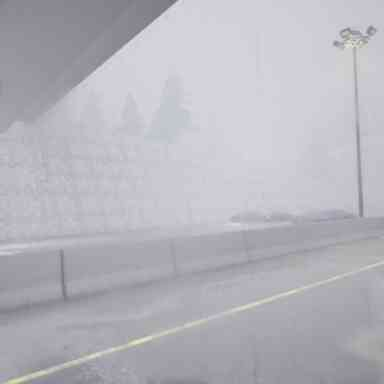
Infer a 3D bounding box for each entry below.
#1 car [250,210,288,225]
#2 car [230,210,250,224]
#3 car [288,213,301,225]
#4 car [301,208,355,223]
[{"bbox_3d":[8.409,2.543,33.616,4.718,1.301,1.895,0,-2,-39],"label":"car"},{"bbox_3d":[6.063,2.651,36.215,4.181,1.385,1.994,0,-2,-39],"label":"car"},{"bbox_3d":[11.569,2.401,31.682,4.718,1.301,1.895,0,-2,-39],"label":"car"},{"bbox_3d":[11.343,2.124,26.985,5.008,1.535,1.882,0,-2,-39],"label":"car"}]
